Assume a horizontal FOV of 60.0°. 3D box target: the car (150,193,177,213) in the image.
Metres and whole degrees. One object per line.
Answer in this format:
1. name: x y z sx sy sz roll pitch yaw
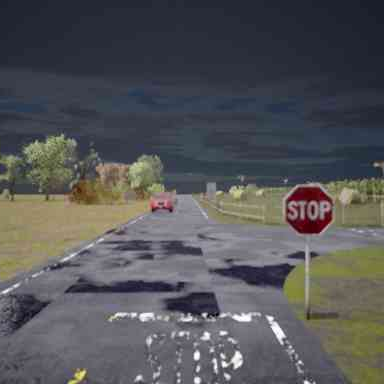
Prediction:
1. car: -3.070 1.082 35.062 2.150 2.045 5.566 0 0 -1
